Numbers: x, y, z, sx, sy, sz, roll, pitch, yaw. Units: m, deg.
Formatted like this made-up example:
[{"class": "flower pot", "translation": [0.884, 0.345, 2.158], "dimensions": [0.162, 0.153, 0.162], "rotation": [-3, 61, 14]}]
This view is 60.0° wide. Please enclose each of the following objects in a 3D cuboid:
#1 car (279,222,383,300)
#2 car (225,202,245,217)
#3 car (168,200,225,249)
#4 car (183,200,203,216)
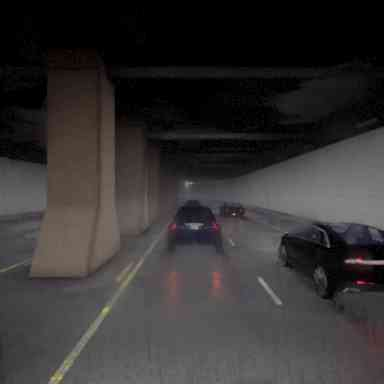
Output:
[{"class": "car", "translation": [3.602, 1.493, 8.378], "dimensions": [2.128, 1.511, 4.902], "rotation": [0, 0, 0]}, {"class": "car", "translation": [3.603, 1.605, 30.712], "dimensions": [1.895, 1.301, 4.718], "rotation": [0, 0, 0]}, {"class": "car", "translation": [0.102, 1.354, 14.620], "dimensions": [2.097, 1.767, 4.553], "rotation": [0, 0, 0]}, {"class": "car", "translation": [0.090, 1.530, 33.291], "dimensions": [1.812, 1.442, 4.674], "rotation": [0, 0, 0]}]
